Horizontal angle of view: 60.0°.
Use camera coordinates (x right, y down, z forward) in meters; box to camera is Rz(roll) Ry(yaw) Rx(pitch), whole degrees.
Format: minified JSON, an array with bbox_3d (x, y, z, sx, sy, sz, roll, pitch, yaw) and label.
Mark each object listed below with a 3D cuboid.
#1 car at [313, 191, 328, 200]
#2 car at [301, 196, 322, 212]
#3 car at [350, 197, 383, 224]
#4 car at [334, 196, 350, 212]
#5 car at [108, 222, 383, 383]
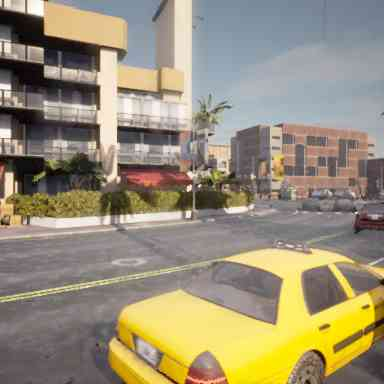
[{"bbox_3d":[34.339,1.210,86.109,2.185,1.767,4.553,0,0,-24],"label":"car"},{"bbox_3d":[13.920,1.485,38.828,1.837,1.490,4.892,0,0,16],"label":"car"},{"bbox_3d":[10.692,1.344,18.620,2.097,1.767,4.553,0,0,39],"label":"car"},{"bbox_3d":[17.199,1.507,37.634,1.812,1.442,4.674,0,0,17],"label":"car"},{"bbox_3d":[1.572,1.453,4.693,5.366,1.575,1.801,0,0,-39],"label":"car"}]
